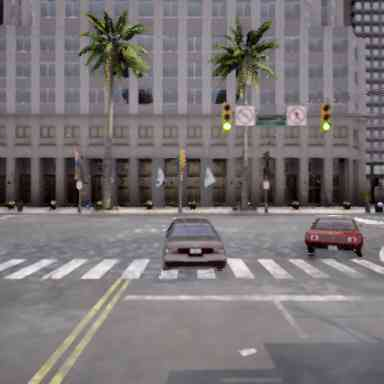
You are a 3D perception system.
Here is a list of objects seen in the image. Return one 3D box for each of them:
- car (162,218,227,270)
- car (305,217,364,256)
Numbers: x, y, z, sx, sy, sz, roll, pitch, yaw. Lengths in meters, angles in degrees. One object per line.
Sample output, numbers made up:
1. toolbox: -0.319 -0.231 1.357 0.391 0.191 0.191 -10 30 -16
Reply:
1. car: -0.036 1.589 11.134 2.033 1.411 5.357 0 0 -3
2. car: 5.888 1.650 13.487 1.895 1.301 4.718 0 0 27
